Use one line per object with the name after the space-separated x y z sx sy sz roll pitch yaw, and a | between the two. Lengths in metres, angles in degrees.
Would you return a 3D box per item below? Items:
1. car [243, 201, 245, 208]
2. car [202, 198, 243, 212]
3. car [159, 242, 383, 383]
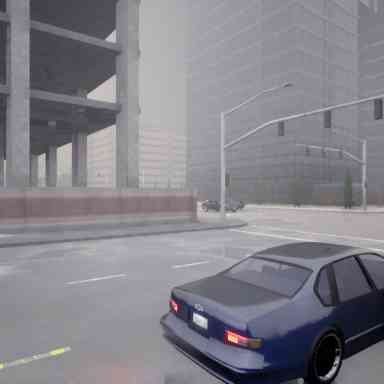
4.500 1.491 41.734 2.128 1.511 4.902 0 0 -36 | car
3.074 1.505 37.408 1.837 1.490 4.892 0 0 -36 | car
2.149 1.547 5.324 5.357 1.411 2.033 0 0 -35 | car
